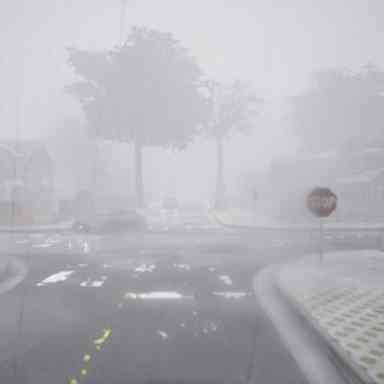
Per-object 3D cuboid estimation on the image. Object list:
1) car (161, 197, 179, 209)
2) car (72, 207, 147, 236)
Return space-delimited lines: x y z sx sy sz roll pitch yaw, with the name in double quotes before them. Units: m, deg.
"car" -2.741 1.423 42.179 1.812 1.442 4.674 0 0 0
"car" -4.393 1.545 18.202 1.994 1.385 4.181 1 1 34
